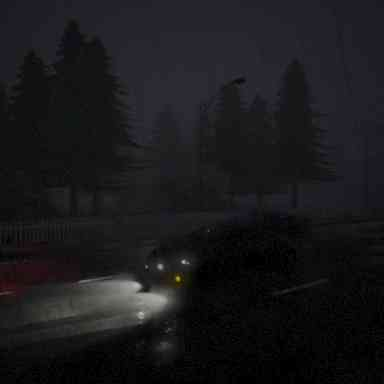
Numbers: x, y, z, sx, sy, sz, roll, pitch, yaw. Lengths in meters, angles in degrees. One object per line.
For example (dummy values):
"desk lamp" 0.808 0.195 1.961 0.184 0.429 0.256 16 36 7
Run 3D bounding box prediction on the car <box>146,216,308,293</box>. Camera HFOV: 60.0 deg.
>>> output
"car" 0.890 1.561 8.915 4.181 1.385 1.994 0 0 -35

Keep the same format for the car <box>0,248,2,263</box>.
"car" -7.162 1.479 7.478 5.008 1.535 1.882 0 0 -36

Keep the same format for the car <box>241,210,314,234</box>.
"car" 3.164 1.540 14.828 5.357 1.411 2.033 0 0 -35
